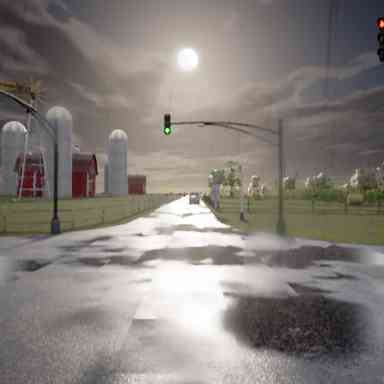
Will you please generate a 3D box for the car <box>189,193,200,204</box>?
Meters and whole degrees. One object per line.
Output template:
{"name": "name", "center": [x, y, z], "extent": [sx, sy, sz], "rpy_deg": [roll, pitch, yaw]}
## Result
{"name": "car", "center": [0.434, 1.438, 60.211], "extent": [2.128, 1.511, 4.902], "rpy_deg": [0, 0, 0]}
